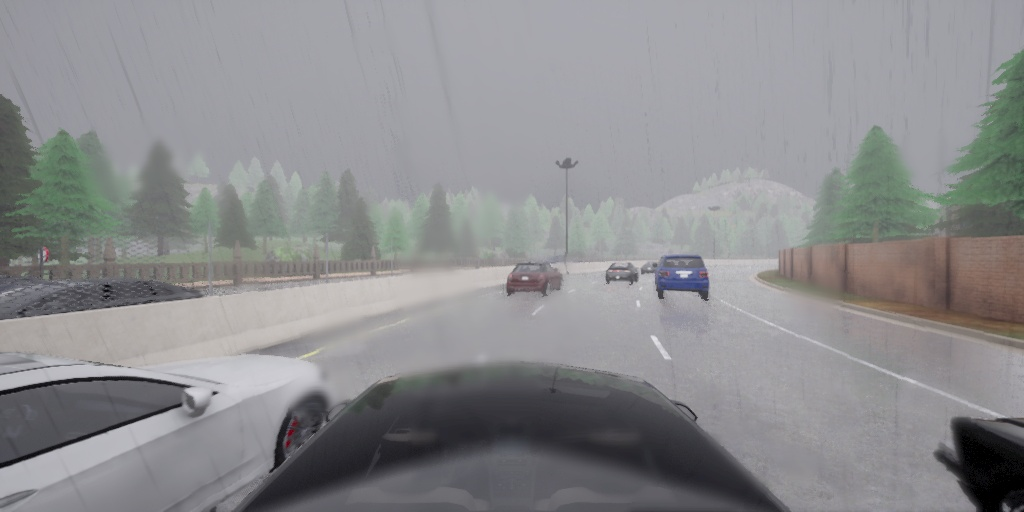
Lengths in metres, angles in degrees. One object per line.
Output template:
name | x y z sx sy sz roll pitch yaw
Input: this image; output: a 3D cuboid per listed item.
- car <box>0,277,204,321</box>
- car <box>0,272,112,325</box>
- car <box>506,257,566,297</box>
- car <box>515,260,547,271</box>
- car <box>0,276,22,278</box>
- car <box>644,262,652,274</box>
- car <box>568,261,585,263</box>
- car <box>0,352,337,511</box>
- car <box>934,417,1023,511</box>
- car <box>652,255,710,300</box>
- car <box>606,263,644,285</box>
car | -9.327 1.251 7.535 1.837 1.490 4.892 0 -1 12
car | -15.893 1.289 10.449 2.033 1.411 5.357 0 0 13
car | 1.344 1.085 18.889 2.097 1.767 4.553 0 0 19
car | 2.794 1.279 51.629 2.033 1.411 5.357 0 0 36
car | -12.636 1.307 8.742 1.994 1.385 4.181 0 0 12
car | 15.295 1.277 38.569 1.994 1.385 4.181 0 0 35
car | 8.433 1.305 47.482 2.033 1.411 5.357 0 0 36
car | -3.053 1.275 1.975 1.812 1.442 4.674 0 0 9
car | 3.715 1.352 0.355 1.895 1.301 4.718 0 0 9
car | 8.424 0.955 18.072 2.150 2.045 5.566 0 0 21
car | 8.066 1.216 26.013 2.128 1.511 4.902 0 0 25
